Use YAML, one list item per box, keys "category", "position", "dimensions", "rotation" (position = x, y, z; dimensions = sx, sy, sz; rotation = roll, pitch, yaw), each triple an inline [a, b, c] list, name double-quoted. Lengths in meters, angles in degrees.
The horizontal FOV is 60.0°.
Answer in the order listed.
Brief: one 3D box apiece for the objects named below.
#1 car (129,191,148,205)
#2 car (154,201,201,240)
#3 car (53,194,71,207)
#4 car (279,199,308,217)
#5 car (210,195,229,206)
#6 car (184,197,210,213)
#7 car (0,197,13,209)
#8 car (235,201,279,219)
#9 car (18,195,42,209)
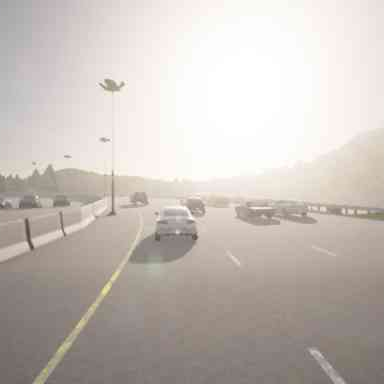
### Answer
- category: "car"
  position: [-8.298, 0.894, 51.463]
  dimensions: [2.150, 2.045, 5.566]
  rotation: [0, 0, -19]
- category: "car"
  position: [-0.843, 1.414, 16.209]
  dimensions: [1.812, 1.442, 4.674]
  rotation: [0, 1, -6]
- category: "car"
  position: [-17.768, 1.102, 45.572]
  dimensions: [2.097, 1.767, 4.553]
  rotation: [0, 0, -17]
- category: "car"
  position: [8.105, 1.294, 28.238]
  dimensions: [1.812, 1.442, 4.674]
  rotation: [0, 1, -9]
- category: "car"
  position: [3.646, 1.126, 47.916]
  dimensions: [1.882, 1.535, 5.008]
  rotation: [0, 1, -16]
- category: "car"
  position: [0.025, 1.270, 33.551]
  dimensions: [1.837, 1.490, 4.892]
  rotation: [0, 1, -12]
- category: "car"
  position: [-23.726, 1.352, 41.207]
  dimensions: [2.033, 1.411, 5.357]
  rotation: [0, 0, -16]
- category: "car"
  position: [4.880, 1.393, 26.666]
  dimensions: [1.895, 1.301, 4.718]
  rotation: [0, 0, -9]
- category: "car"
  position: [-20.271, 1.138, 41.727]
  dimensions: [2.097, 1.767, 4.553]
  rotation: [0, 0, -16]
